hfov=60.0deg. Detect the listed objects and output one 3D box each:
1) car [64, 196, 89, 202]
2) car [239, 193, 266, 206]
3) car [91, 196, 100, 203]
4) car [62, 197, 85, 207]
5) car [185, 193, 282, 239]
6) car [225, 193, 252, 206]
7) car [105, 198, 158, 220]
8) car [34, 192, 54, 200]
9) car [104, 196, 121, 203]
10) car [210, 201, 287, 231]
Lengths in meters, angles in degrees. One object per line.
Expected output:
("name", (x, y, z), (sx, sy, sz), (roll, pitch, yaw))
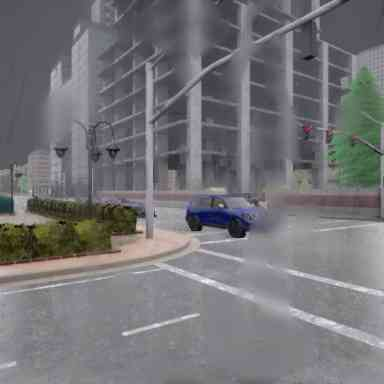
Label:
("car", (-14.322, 1.470, 39.860), (1.812, 1.442, 4.674), (0, 0, -36))
("car", (9.485, 1.114, 52.365), (1.905, 1.878, 3.866), (0, 0, -36))
("car", (-19.444, 1.436, 65.103), (2.128, 1.511, 4.902), (0, 0, -36))
("car", (-18.514, 1.492, 51.675), (2.033, 1.411, 5.357), (0, 0, -35))
("car", (1.844, 1.171, 17.585), (2.150, 2.045, 5.566), (0, 0, -36))
("car", (7.095, 1.114, 50.650), (1.905, 1.878, 3.866), (0, 0, -36))
("car", (-4.759, 1.492, 26.673), (2.033, 1.411, 5.357), (0, 0, -36))
("car", (-23.560, 1.079, 52.726), (2.150, 2.045, 5.566), (0, 0, -36))
("car", (-7.622, 1.492, 36.573), (2.033, 1.411, 5.357), (0, 0, -36))
("car", (3.458, 1.423, 21.403), (1.882, 1.535, 5.008), (0, 0, -37))
